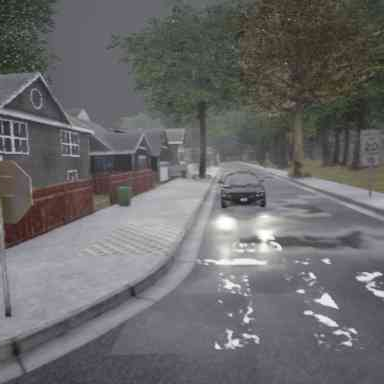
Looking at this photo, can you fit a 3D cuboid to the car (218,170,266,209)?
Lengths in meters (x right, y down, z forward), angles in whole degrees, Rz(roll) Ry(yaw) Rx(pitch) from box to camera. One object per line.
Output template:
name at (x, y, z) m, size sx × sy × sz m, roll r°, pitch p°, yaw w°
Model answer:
car at (2.296, -0.223, 15.661) m, size 1.882 × 1.535 × 5.008 m, roll -2°, pitch 6°, yaw 6°
